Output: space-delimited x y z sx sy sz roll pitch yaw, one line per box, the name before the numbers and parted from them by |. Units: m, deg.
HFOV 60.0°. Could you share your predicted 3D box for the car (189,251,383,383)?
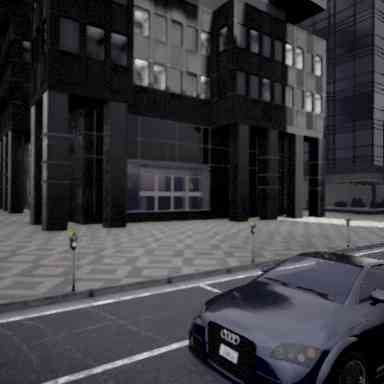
car | 2.024 1.621 4.837 4.181 1.385 1.994 1 -1 -36
